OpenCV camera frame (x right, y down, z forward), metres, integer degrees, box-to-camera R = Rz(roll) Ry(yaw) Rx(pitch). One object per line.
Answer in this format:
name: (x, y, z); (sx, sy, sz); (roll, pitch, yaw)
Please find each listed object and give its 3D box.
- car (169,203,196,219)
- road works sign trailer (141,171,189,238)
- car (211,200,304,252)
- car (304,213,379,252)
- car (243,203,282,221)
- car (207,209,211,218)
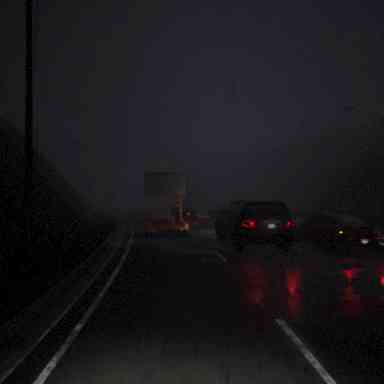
car: (-0.928, 1.807, 32.190); (1.812, 1.442, 4.674); (0, -1, -15)
road works sign trailer: (-1.522, 0.633, 18.938); (2.380, 3.560, 2.880); (0, -1, -12)
car: (2.543, 1.344, 14.658); (2.150, 2.045, 5.566); (0, 0, -7)
car: (6.055, 1.638, 14.462); (1.812, 1.442, 4.674); (0, 0, -7)
car: (6.520, 1.820, 31.278); (1.994, 1.385, 4.181); (0, -1, -13)
car: (2.861, 1.831, 31.521); (1.994, 1.385, 4.181); (0, -1, -14)
